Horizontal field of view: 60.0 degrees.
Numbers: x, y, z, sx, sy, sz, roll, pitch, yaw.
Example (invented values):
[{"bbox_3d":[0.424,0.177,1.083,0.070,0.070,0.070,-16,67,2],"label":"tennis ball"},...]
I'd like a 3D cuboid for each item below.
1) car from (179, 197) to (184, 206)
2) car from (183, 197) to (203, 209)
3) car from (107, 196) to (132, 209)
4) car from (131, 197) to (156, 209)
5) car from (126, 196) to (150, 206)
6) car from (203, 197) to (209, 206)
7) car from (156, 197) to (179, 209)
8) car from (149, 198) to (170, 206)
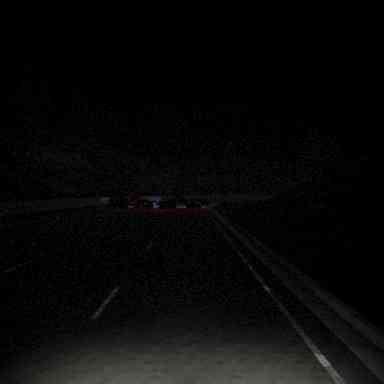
[{"bbox_3d":[-2.137,1.548,56.124,1.837,1.490,4.892,0,0,17],"label":"car"},{"bbox_3d":[0.209,1.561,45.873,1.812,1.442,4.674,0,0,3],"label":"car"},{"bbox_3d":[-10.441,1.388,47.161,2.097,1.767,4.553,0,0,2],"label":"car"},{"bbox_3d":[-6.745,1.637,46.818,1.895,1.301,4.718,0,0,3],"label":"car"},{"bbox_3d":[-9.128,1.535,56.990,2.128,1.511,4.902,0,0,17],"label":"car"},{"bbox_3d":[1.489,1.569,56.103,1.812,1.442,4.674,0,0,17],"label":"car"},{"bbox_3d":[-3.296,1.513,45.778,1.882,1.535,5.008,0,0,3],"label":"car"},{"bbox_3d":[-5.532,1.645,56.970,1.895,1.301,4.718,0,0,17],"label":"car"}]
